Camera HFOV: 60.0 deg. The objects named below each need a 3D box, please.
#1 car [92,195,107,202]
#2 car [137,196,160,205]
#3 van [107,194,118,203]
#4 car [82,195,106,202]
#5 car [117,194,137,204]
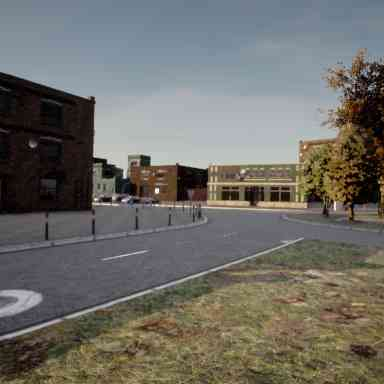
[{"bbox_3d":[-19.803,1.393,74.420,2.185,1.767,4.553,2,-1,32],"label":"car"},{"bbox_3d":[-8.188,1.825,67.016,2.163,1.488,4.792,1,-1,32],"label":"car"},{"bbox_3d":[-15.283,1.412,71.396,1.878,1.987,4.442,1,-1,32],"label":"van"},{"bbox_3d":[-22.282,1.449,75.937,2.097,1.535,5.008,2,-1,32],"label":"car"},{"bbox_3d":[-12.748,1.573,69.969,2.185,1.767,4.553,1,-1,32],"label":"car"}]
